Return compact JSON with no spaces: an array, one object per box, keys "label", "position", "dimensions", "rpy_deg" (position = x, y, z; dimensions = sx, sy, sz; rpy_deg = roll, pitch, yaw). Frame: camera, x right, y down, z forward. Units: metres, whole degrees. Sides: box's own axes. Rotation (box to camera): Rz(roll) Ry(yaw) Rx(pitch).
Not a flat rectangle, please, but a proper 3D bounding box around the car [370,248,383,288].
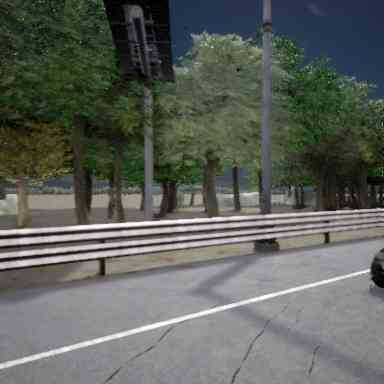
[{"label":"car","position":[6.122,1.555,7.908],"dimensions":[4.181,1.385,1.994],"rpy_deg":[0,0,-34]}]
